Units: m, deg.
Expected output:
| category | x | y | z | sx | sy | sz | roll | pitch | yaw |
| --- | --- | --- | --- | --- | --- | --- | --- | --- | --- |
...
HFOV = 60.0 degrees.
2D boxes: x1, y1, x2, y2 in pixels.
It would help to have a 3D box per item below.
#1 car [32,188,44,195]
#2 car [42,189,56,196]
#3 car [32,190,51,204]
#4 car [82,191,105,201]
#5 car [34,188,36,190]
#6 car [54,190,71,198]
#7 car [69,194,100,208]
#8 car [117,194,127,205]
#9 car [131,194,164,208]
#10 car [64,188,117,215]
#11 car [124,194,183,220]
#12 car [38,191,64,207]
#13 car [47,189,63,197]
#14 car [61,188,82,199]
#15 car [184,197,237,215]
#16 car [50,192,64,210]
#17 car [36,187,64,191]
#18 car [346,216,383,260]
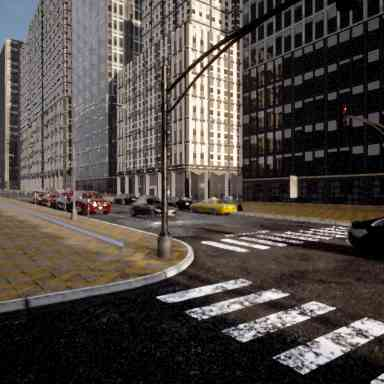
| category | x | y | z | sx | sy | sz | roll | pitch | yaw |
| --- | --- | --- | --- | --- | --- | --- | --- | --- | --- |
| car | -38.089 | -0.208 | 82.070 | 1.967 | 1.590 | 4.097 | 1 | 0 | -36 |
| car | -31.465 | 0.104 | 72.993 | 1.887 | 1.381 | 4.507 | 1 | 0 | -36 |
| car | -18.344 | 0.793 | 40.811 | 1.802 | 1.307 | 4.206 | 1 | 0 | -36 |
| car | -14.896 | 0.646 | 50.300 | 1.947 | 1.339 | 4.313 | 1 | 0 | -36 |
| car | -34.776 | -0.105 | 77.531 | 1.967 | 1.590 | 4.097 | 1 | 0 | -36 |
| car | -24.937 | 0.289 | 64.053 | 1.752 | 1.417 | 4.829 | 1 | 0 | -36 |
| car | -11.797 | 0.909 | 36.230 | 1.994 | 1.385 | 4.181 | 0 | 1 | -36 |
| car | -8.269 | 0.856 | 41.222 | 1.947 | 1.339 | 4.313 | 1 | 0 | -36 |
| car | -4.955 | 0.977 | 36.683 | 1.802 | 1.307 | 4.206 | 1 | 0 | -36 |
| car | -8.398 | 0.841 | 27.195 | 2.192 | 1.841 | 5.009 | 1 | 0 | -36 |
| car | -2.879 | 1.153 | 24.002 | 1.812 | 1.442 | 4.674 | 0 | 1 | -36 |
| car | -15.030 | 0.861 | 36.273 | 1.887 | 1.381 | 4.507 | 1 | 0 | -36 |
| car | -28.151 | 0.214 | 68.454 | 2.008 | 1.369 | 4.403 | 1 | 0 | -36 |
| car | -21.518 | 0.186 | 59.375 | 2.192 | 1.841 | 5.009 | 1 | 0 | -36 |
| car | 1.642 | 1.127 | 27.798 | 1.752 | 1.417 | 4.829 | 1 | 0 | -36 |
| car | -11.717 | 0.987 | 31.735 | 1.947 | 1.339 | 4.313 | 1 | 0 | -36 |
| car | -20.935 | 0.023 | 48.896 | 2.097 | 1.767 | 4.553 | 0 | 1 | -36 |
| car | 7.283 | 1.443 | 10.081 | 2.128 | 1.511 | 4.902 | 0 | 1 | -36 |
